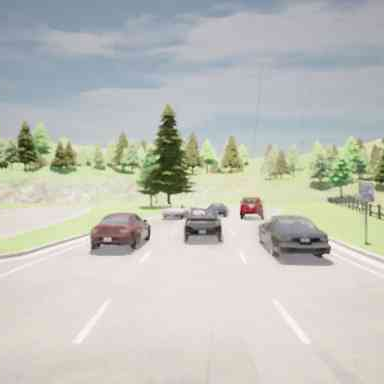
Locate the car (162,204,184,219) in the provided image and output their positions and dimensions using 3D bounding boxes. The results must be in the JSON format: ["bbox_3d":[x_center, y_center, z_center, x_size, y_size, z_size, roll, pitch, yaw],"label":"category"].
[{"bbox_3d":[-1.386,1.832,31.677,1.895,1.301,4.718,0,0,10],"label":"car"}]

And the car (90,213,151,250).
[{"bbox_3d":[-3.049,1.634,14.761,1.812,1.442,4.674,0,0,3],"label":"car"}]

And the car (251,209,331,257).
[{"bbox_3d":[3.853,1.645,13.371,2.033,1.411,5.357,0,0,3],"label":"car"}]

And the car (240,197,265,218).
[{"bbox_3d":[5.861,1.457,32.345,2.150,2.045,5.566,0,0,12],"label":"car"}]

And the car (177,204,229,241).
[{"bbox_3d":[0.626,1.620,17.560,2.128,1.511,4.902,0,0,3],"label":"car"}]

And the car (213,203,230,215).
[{"bbox_3d":[2.685,1.811,33.887,1.994,1.385,4.181,0,0,12],"label":"car"}]
